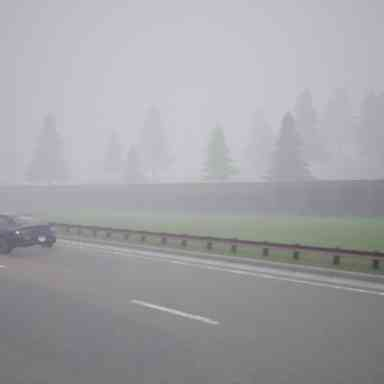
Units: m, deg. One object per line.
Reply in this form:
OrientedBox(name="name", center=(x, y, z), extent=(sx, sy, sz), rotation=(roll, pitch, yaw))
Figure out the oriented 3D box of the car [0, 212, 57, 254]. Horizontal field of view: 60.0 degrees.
OrientedBox(name="car", center=(-7.372, 1.547, 13.538), extent=(4.674, 1.442, 1.812), rotation=(0, 0, 36))
